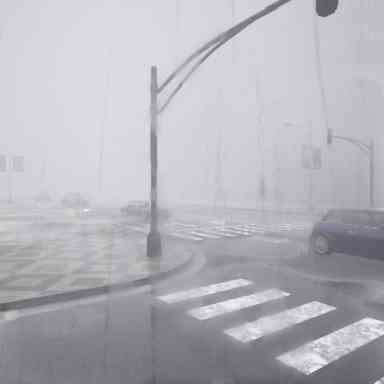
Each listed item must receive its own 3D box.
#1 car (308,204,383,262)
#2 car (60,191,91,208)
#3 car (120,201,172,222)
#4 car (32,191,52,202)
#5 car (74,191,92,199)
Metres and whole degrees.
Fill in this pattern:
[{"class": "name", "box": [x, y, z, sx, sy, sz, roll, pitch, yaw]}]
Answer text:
[{"class": "car", "box": [6.110, 1.314, 10.519, 2.097, 1.767, 4.553, -1, 1, -36]}, {"class": "car", "box": [-13.194, 0.839, 37.345, 2.097, 1.767, 4.553, 0, 1, -36]}, {"class": "car", "box": [-3.344, 1.329, 23.655, 1.895, 1.301, 4.718, 0, 1, -36]}, {"class": "car", "box": [-23.051, 0.638, 51.184, 2.097, 1.767, 4.553, 0, 1, -36]}, {"class": "car", "box": [-21.705, 0.521, 66.168, 1.882, 1.535, 5.008, 0, 1, -36]}]
